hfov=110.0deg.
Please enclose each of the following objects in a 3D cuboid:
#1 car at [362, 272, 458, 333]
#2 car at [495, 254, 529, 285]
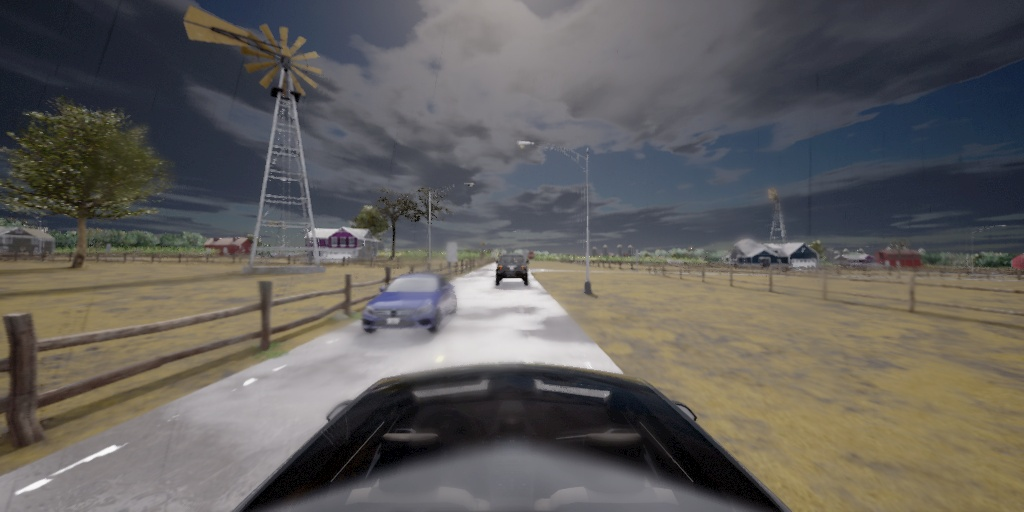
[{"bbox_3d":[-2.751,1.239,10.632,1.812,1.442,4.674,0,0,0],"label":"car"},{"bbox_3d":[0.014,0.857,25.038,2.150,2.045,5.566,0,0,0],"label":"car"}]
